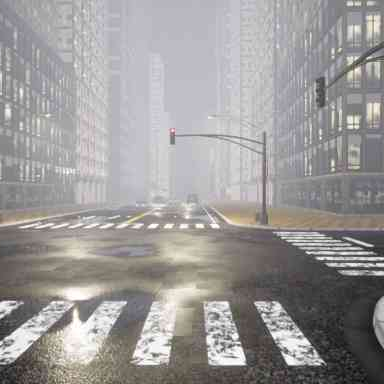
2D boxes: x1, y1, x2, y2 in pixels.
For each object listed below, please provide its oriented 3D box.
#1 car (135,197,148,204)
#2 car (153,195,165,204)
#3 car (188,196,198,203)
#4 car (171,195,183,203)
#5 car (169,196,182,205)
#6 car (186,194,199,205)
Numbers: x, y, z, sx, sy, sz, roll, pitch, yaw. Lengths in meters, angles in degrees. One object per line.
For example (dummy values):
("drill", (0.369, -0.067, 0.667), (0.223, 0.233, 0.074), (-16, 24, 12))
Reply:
("car", (-9.622, 1.663, 64.357), (2.033, 1.411, 5.357), (0, 0, 0))
("car", (-6.372, 1.468, 64.382), (2.097, 1.767, 4.553), (0, 0, 0))
("car", (0.141, 1.540, 70.588), (1.994, 1.385, 4.181), (0, 0, 0))
("car", (-3.110, 1.495, 70.178), (2.128, 1.511, 4.902), (0, 0, 0))
("car", (-3.130, 1.702, 60.206), (1.895, 1.301, 4.718), (0, 0, 0))
("car", (0.120, 1.322, 60.201), (2.150, 2.045, 5.566), (0, 0, 0))
